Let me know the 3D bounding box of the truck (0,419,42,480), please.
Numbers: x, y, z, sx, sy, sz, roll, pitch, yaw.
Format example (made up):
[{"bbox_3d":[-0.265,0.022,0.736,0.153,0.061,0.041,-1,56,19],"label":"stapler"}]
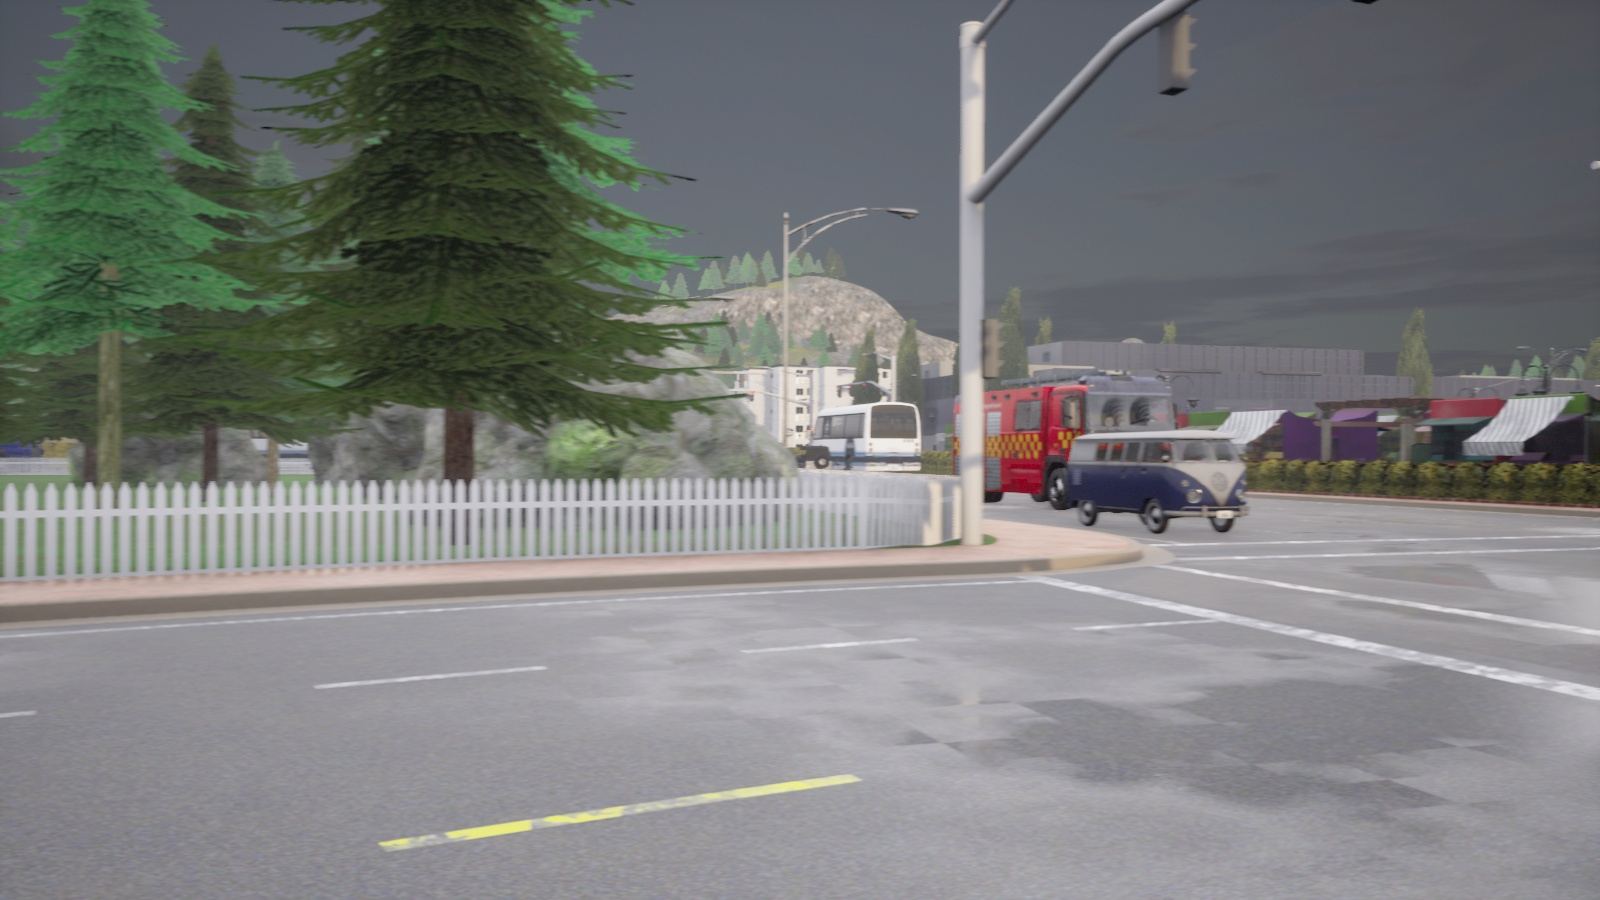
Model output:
[{"bbox_3d":[-48.539,-0.012,72.224,7.936,3.462,2.891,0,0,-16],"label":"truck"}]

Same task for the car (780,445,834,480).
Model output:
[{"bbox_3d":[0.354,0.694,70.233,1.905,1.878,3.866,0,0,-17],"label":"car"}]

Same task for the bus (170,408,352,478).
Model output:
[{"bbox_3d":[-34.088,-0.416,79.966,10.273,4.253,3.944,0,0,-16],"label":"bus"}]

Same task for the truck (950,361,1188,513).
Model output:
[{"bbox_3d":[7.357,-0.325,35.967,2.891,3.827,8.468,0,0,-17],"label":"truck"}]

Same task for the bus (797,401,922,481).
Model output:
[{"bbox_3d":[3.233,-0.479,72.755,3.944,4.253,10.273,0,0,-17],"label":"bus"}]

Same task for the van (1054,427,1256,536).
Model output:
[{"bbox_3d":[7.010,0.578,25.311,1.775,1.987,4.442,0,0,-17],"label":"van"}]
